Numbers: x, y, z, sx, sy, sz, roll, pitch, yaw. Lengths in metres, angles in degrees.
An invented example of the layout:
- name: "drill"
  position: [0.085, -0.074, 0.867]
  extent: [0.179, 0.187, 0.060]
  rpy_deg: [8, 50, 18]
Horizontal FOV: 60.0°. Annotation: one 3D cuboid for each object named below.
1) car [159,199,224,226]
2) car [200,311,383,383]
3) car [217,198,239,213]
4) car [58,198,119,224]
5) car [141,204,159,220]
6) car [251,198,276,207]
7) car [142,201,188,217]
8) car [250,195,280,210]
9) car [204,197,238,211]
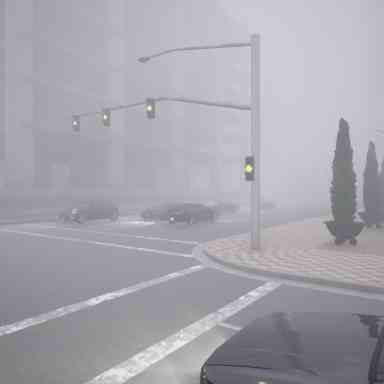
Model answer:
- name: "car"
  position: [0.101, 1.505, 23.809]
  extent: [1.837, 1.490, 4.892]
  rpy_deg: [0, 0, 36]
- name: "car"
  position: [2.598, 1.547, 2.110]
  extent: [5.357, 1.411, 2.033]
  rpy_deg: [0, 0, 36]
- name: "car"
  position: [2.964, 1.601, 34.095]
  extent: [1.895, 1.301, 4.718]
  rpy_deg: [0, 0, 36]
- name: "car"
  position: [-7.773, 1.352, 25.206]
  extent: [2.097, 1.767, 4.553]
  rpy_deg: [0, 0, 36]
- name: "car"
  position: [-2.165, 1.564, 26.993]
  extent: [1.994, 1.385, 4.181]
  rpy_deg: [0, 0, 36]
- name: "car"
  position: [11.076, 1.601, 51.221]
  extent: [1.895, 1.301, 4.718]
  rpy_deg: [0, 0, 36]
- name: "car"
  position: [-2.518, 1.601, 32.484]
  extent: [1.895, 1.301, 4.718]
  rpy_deg: [0, 0, 36]
- name: "car"
  position: [9.166, 1.526, 42.665]
  extent: [1.812, 1.442, 4.674]
  rpy_deg: [0, 0, 36]
- name: "car"
  position: [3.626, 1.478, 40.985]
  extent: [1.882, 1.535, 5.008]
  rpy_deg: [0, 0, 36]
